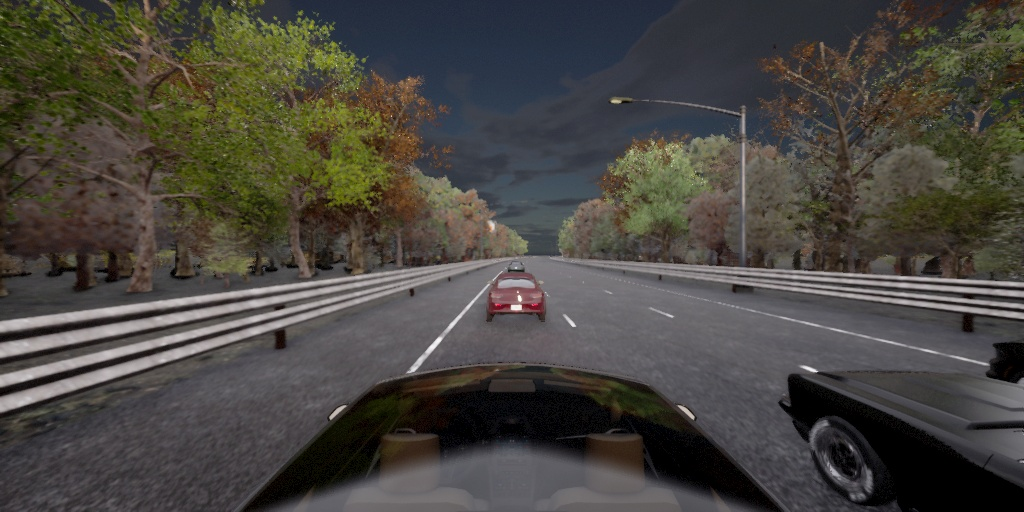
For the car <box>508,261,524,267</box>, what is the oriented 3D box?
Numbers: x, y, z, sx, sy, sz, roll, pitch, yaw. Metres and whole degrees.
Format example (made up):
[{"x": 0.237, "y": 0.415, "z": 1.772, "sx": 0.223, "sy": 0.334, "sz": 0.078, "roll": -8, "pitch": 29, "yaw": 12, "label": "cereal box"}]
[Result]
[{"x": 0.501, "y": 1.310, "z": 42.523, "sx": 1.994, "sy": 1.385, "sz": 4.181, "roll": 0, "pitch": 0, "yaw": 1, "label": "car"}]

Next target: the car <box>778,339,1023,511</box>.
[{"x": 3.603, "y": 1.352, "z": 1.430, "sx": 1.895, "sy": 1.301, "sz": 4.718, "roll": 0, "pitch": 0, "yaw": 0, "label": "car"}]

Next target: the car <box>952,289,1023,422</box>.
[{"x": 7.105, "y": 1.230, "z": 2.518, "sx": 1.882, "sy": 1.535, "sz": 5.008, "roll": 0, "pitch": 0, "yaw": 0, "label": "car"}]

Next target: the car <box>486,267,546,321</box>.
[{"x": 0.133, "y": 1.275, "z": 12.345, "sx": 1.812, "sy": 1.442, "sz": 4.674, "roll": 0, "pitch": 0, "yaw": 0, "label": "car"}]
